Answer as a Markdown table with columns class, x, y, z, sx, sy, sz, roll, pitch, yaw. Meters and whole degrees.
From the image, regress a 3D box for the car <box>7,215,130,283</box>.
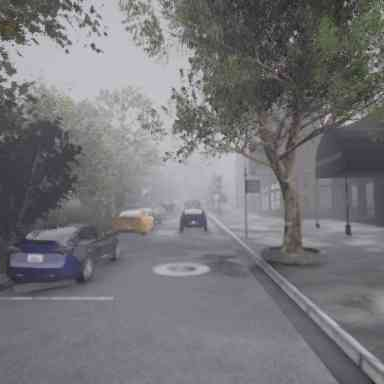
| class | x | y | z | sx | sy | sz | roll | pitch | yaw |
| --- | --- | --- | --- | --- | --- | --- | --- | --- | --- |
| car | -3.634 | 1.667 | 10.229 | 2.163 | 1.488 | 4.792 | 1 | -1 | 2 |

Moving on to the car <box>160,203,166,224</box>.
| class | x | y | z | sx | sy | sz | roll | pitch | yaw |
| --- | --- | --- | --- | --- | --- | --- | --- | --- | --- |
| car | -3.641 | 1.941 | 26.897 | 2.097 | 1.535 | 5.008 | 0 | -1 | 2 |

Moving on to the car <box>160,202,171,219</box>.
| class | x | y | z | sx | sy | sz | roll | pitch | yaw |
| --- | --- | --- | --- | --- | --- | --- | --- | --- | --- |
| car | -3.643 | 2.073 | 32.502 | 2.163 | 1.488 | 4.792 | 0 | -1 | 2 |

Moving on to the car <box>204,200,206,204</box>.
| class | x | y | z | sx | sy | sz | roll | pitch | yaw |
| --- | --- | --- | --- | --- | --- | --- | --- | --- | --- |
| car | 3.423 | 3.049 | 93.511 | 2.231 | 1.521 | 4.892 | -3 | -2 | 29 |

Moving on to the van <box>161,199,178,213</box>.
| class | x | y | z | sx | sy | sz | roll | pitch | yaw |
| --- | --- | --- | --- | --- | --- | --- | --- | --- | --- |
| van | -3.621 | 2.095 | 49.308 | 1.878 | 1.987 | 4.442 | 1 | -1 | 2 |

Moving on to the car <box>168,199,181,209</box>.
| class | x | y | z | sx | sy | sz | roll | pitch | yaw |
| --- | --- | --- | --- | --- | --- | --- | --- | --- | --- |
| car | -3.394 | 2.419 | 66.267 | 2.185 | 1.767 | 4.553 | -1 | 0 | 2 |

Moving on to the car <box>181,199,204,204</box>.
| class | x | y | z | sx | sy | sz | roll | pitch | yaw |
| --- | --- | --- | --- | --- | --- | --- | --- | --- | --- |
| car | 0.105 | 1.965 | 42.819 | 2.150 | 2.045 | 5.566 | 0 | -1 | 0 |

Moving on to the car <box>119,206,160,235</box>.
| class | x | y | z | sx | sy | sz | roll | pitch | yaw |
| --- | --- | --- | --- | --- | --- | --- | --- | --- | --- |
| car | -3.634 | 1.840 | 21.336 | 2.097 | 1.535 | 5.008 | 1 | -1 | 2 |

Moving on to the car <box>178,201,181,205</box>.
| class | x | y | z | sx | sy | sz | roll | pitch | yaw |
| --- | --- | --- | --- | --- | --- | --- | --- | --- | --- |
| car | -3.396 | 2.479 | 60.557 | 2.231 | 1.521 | 4.892 | 0 | -1 | 2 |

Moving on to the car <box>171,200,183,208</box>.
| class | x | y | z | sx | sy | sz | roll | pitch | yaw |
| --- | --- | --- | --- | --- | --- | --- | --- | --- | --- |
| car | -3.152 | 2.614 | 71.967 | 2.097 | 1.535 | 5.008 | 0 | -1 | 2 |

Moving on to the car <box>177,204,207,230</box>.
| class | x | y | z | sx | sy | sz | roll | pitch | yaw |
| --- | --- | --- | --- | --- | --- | --- | --- | --- | --- |
| car | 0.102 | 1.893 | 24.416 | 1.882 | 1.535 | 5.008 | 0 | -1 | 0 |
